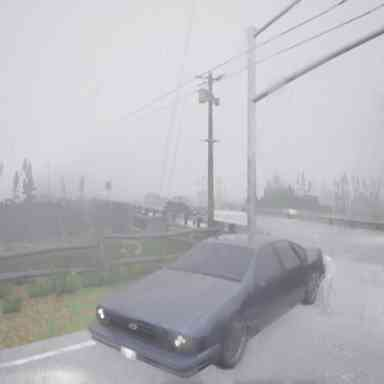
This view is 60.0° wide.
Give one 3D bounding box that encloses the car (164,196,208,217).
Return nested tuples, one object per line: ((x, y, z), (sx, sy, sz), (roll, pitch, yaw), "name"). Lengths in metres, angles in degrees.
((-0.468, 1.034, 24.671), (1.812, 1.442, 4.674), (0, 2, -32), "car")

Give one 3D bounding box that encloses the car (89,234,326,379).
((0.865, 1.541, 6.091), (2.033, 1.411, 5.357), (0, 0, 38), "car")
